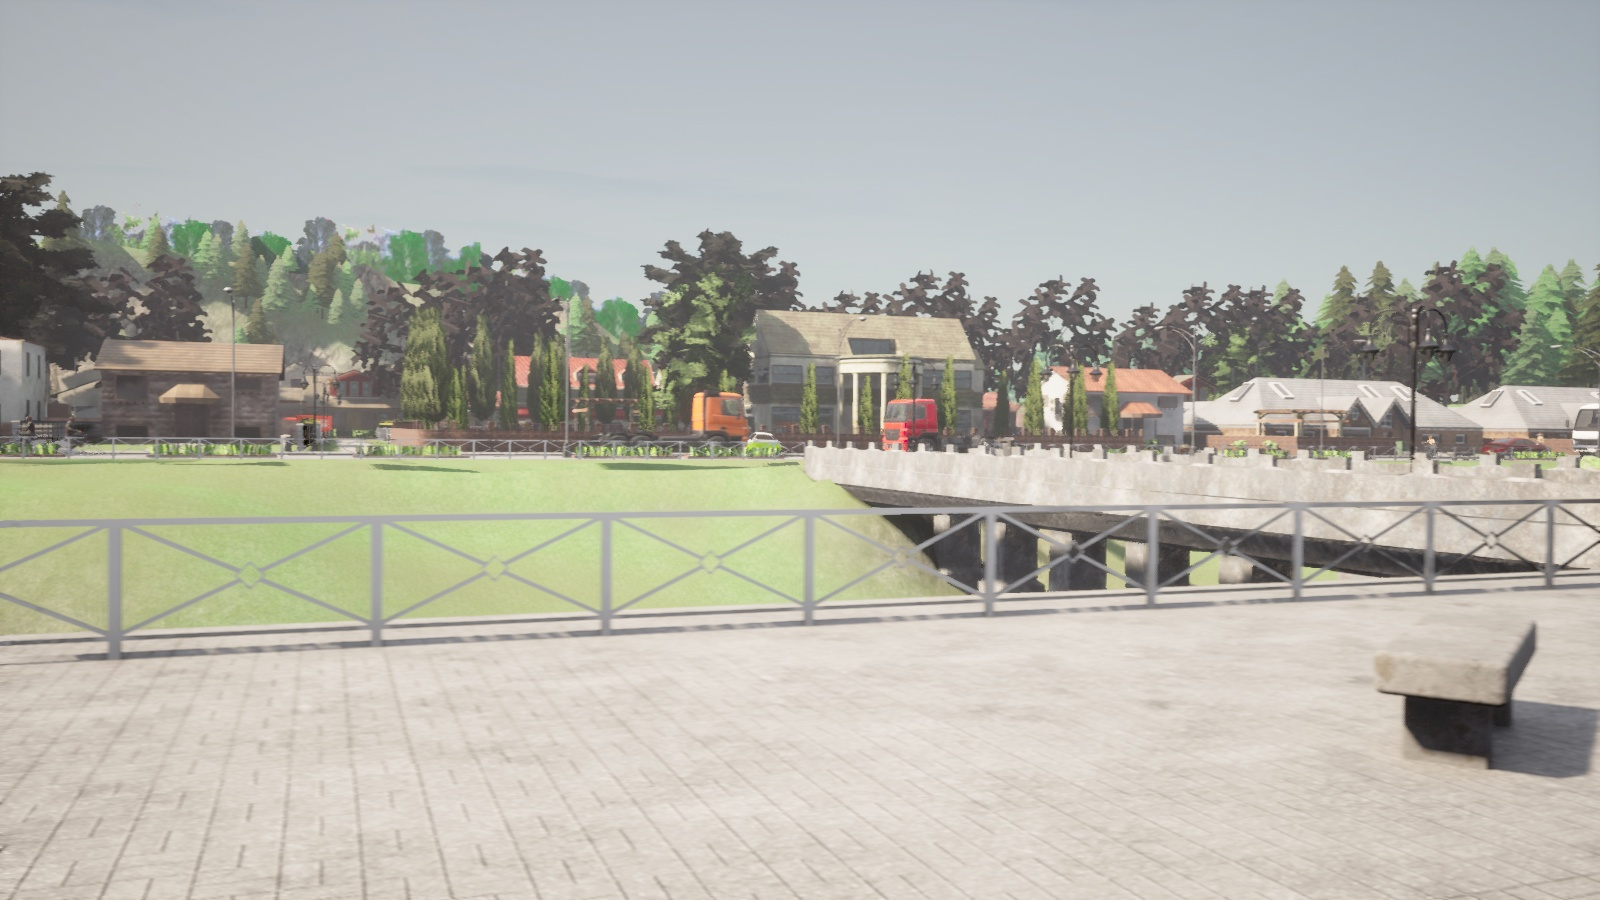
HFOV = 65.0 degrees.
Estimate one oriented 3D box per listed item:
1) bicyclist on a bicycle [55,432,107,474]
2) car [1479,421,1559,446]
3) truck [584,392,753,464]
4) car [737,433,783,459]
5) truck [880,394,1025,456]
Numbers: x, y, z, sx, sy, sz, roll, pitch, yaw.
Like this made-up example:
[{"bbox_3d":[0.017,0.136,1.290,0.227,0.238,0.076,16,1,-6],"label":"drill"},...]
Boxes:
[{"bbox_3d":[-30.784,0.126,53.792,1.843,1.776,0.659,-1,1,-21],"label":"bicyclist on a bicycle"},{"bbox_3d":[47.888,-1.103,83.641,5.008,1.535,1.882,-1,1,-21],"label":"car"},{"bbox_3d":[-6.593,-1.137,62.959,7.936,3.462,2.891,-1,1,-21],"label":"truck"},{"bbox_3d":[-2.201,-0.245,68.917,2.207,1.376,1.481,-1,1,-21],"label":"car"},{"bbox_3d":[8.886,-1.470,73.110,7.936,3.462,2.891,-1,1,-21],"label":"truck"}]
